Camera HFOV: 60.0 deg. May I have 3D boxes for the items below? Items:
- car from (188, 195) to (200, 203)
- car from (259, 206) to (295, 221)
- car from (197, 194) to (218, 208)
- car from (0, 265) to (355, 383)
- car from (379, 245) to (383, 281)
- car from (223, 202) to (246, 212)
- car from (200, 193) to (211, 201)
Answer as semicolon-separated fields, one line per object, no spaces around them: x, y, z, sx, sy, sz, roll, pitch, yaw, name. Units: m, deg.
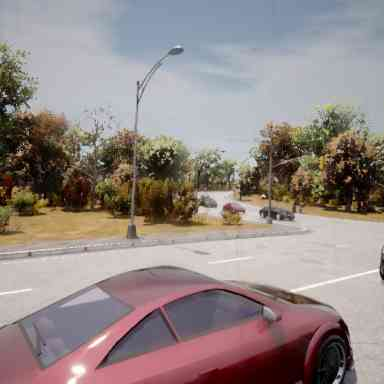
0.362;1.371;69.674;1.895;1.301;4.718;2;2;-9;car
9.342;2.297;36.721;1.837;1.490;4.892;3;-1;-23;car
2.822;1.699;56.292;2.097;1.767;4.553;3;2;-13;car
-0.051;1.571;3.713;4.181;1.385;1.994;0;0;-36;car
6.967;1.486;8.771;4.553;1.767;2.097;2;-1;-36;car
5.780;2.192;45.989;1.812;1.442;4.674;3;0;-19;car
3.106;1.124;78.681;2.128;1.511;4.902;2;2;-1;car
